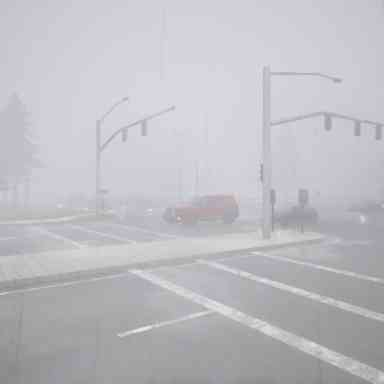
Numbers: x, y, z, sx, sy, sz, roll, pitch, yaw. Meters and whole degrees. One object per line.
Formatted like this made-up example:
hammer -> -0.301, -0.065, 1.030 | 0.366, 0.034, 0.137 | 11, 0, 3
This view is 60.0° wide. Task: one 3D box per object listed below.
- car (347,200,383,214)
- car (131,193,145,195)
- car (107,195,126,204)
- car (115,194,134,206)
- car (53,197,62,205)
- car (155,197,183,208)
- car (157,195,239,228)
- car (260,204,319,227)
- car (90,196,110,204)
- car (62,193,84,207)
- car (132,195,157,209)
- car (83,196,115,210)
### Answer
car -> 18.264, 1.526, 34.906 | 4.674, 1.442, 1.812 | 0, 0, -35
car -> -9.006, 1.222, 56.931 | 2.150, 2.045, 5.566 | 0, 0, -35
car -> -14.795, 1.478, 65.282 | 1.882, 1.535, 5.008 | 0, 0, -34
car -> -11.491, 1.505, 54.371 | 1.837, 1.490, 4.892 | 0, 0, -35
car -> -23.409, 1.564, 59.250 | 1.994, 1.385, 4.181 | 0, 0, -34
car -> -3.468, 1.505, 49.008 | 1.837, 1.490, 4.892 | 0, 0, -35
car -> 0.740, 1.221, 22.803 | 5.566, 2.045, 2.150 | 0, 0, -35
car -> 6.742, 1.526, 22.684 | 4.674, 1.442, 1.812 | 0, 0, -35
car -> -17.345, 1.491, 62.794 | 2.128, 1.511, 4.902 | 0, 0, -35
car -> -17.713, 1.221, 51.032 | 2.150, 2.045, 5.566 | 0, 0, -35
car -> -6.250, 1.505, 46.880 | 1.837, 1.490, 4.892 | 0, 0, -35
car -> -12.049, 1.505, 42.956 | 1.837, 1.490, 4.892 | 0, 0, -35
